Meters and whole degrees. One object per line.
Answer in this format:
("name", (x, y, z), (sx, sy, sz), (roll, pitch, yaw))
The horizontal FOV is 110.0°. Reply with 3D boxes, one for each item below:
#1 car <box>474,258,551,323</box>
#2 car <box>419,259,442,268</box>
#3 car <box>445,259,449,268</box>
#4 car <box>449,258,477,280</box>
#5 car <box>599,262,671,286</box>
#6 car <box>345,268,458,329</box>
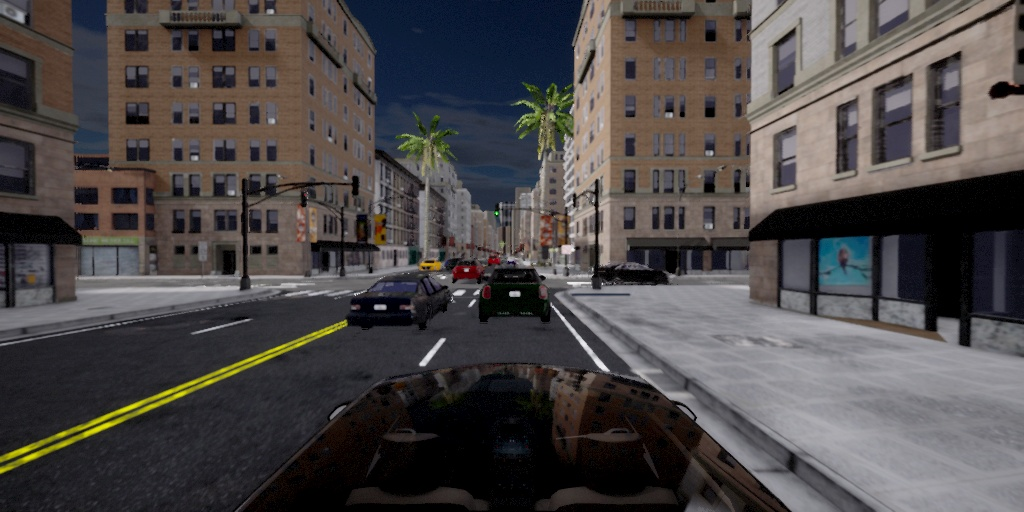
("car", (0.078, 1.076, 12.119), (2.097, 1.767, 4.553), (0, 0, 0))
("car", (-9.932, 1.138, 43.935), (1.882, 1.535, 5.008), (0, 0, 0))
("car", (-6.681, 1.013, 43.876), (2.097, 1.767, 4.553), (0, 0, 0))
("car", (-3.212, 1.019, 27.411), (2.097, 1.767, 4.553), (0, 1, 0))
("car", (7.983, 1.173, 23.750), (4.902, 1.511, 2.128), (0, 0, -5))
("car", (-3.174, 1.274, 11.121), (2.033, 1.411, 5.357), (0, 0, 0))
